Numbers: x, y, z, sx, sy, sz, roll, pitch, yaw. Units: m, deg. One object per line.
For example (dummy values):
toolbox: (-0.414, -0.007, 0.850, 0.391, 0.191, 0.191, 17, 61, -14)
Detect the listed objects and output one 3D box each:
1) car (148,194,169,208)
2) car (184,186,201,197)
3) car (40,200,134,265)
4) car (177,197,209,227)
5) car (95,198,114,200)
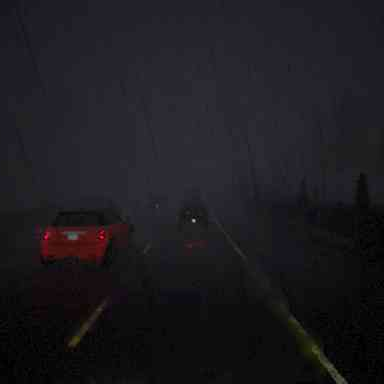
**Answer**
car: (-3.406, 0.874, 34.795, 1.895, 1.301, 4.718, 0, 4, 0)
car: (0.068, 0.068, 41.030, 2.097, 1.767, 4.553, 0, 6, 0)
car: (-3.400, 1.312, 11.641, 2.097, 1.767, 4.553, 0, 0, 0)
car: (0.100, 1.389, 22.096, 1.837, 1.490, 4.892, 0, 1, 0)
car: (-6.901, 1.237, 26.557, 2.128, 1.511, 4.902, 0, 2, 0)
